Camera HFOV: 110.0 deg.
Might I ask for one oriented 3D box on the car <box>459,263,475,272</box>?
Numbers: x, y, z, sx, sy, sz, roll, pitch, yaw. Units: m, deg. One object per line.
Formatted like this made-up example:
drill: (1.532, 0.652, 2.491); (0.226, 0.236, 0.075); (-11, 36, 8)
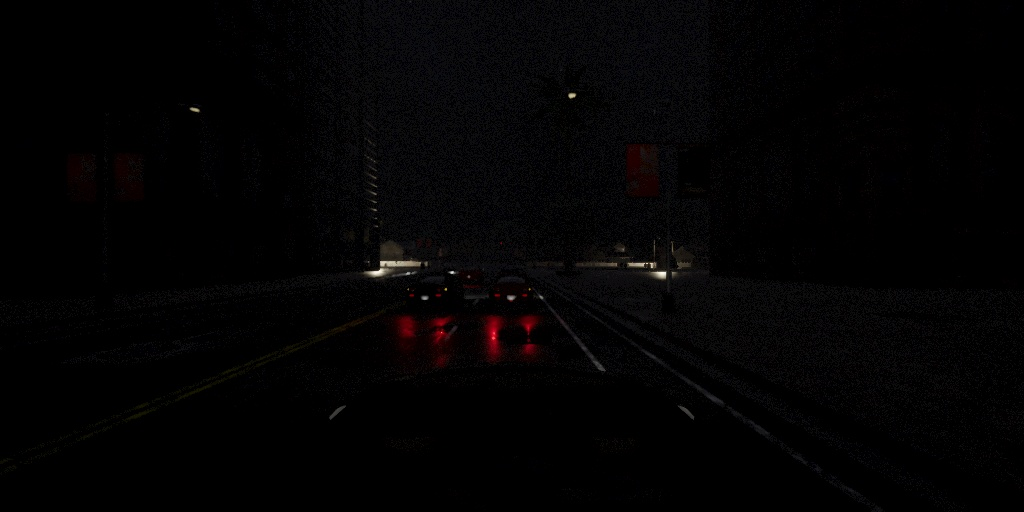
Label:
car: (-7.542, 1.938, 60.563); (2.033, 1.411, 5.357); (0, -1, -1)

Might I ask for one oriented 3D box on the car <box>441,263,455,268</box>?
car: (-10.796, 1.916, 60.554); (1.812, 1.442, 4.674); (0, -1, -1)

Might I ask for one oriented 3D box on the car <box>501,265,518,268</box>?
car: (-0.216, 1.541, 30.503); (2.128, 1.511, 4.902); (0, 0, 0)

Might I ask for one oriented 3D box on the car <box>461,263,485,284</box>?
car: (-3.474, 1.533, 31.206); (1.882, 1.535, 5.008); (0, 0, 0)

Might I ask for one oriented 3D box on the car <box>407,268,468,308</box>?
car: (-3.282, 1.417, 15.834); (1.812, 1.442, 4.674); (0, 0, 0)

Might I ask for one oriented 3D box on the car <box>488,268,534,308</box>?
car: (-0.033, 1.417, 15.859); (1.812, 1.442, 4.674); (0, 0, 0)
